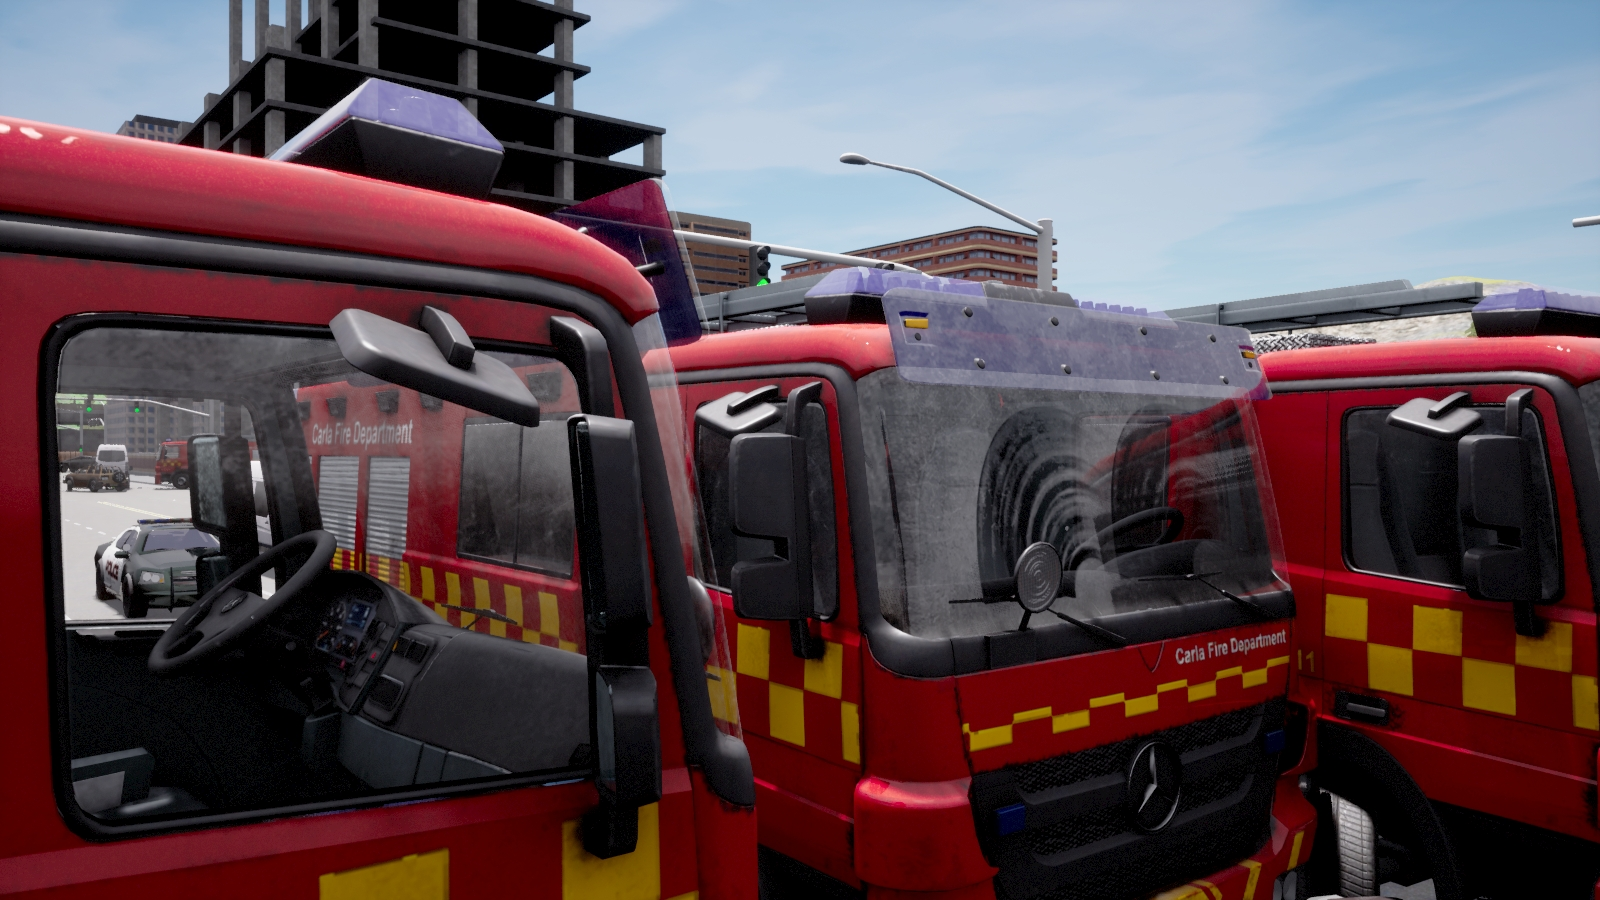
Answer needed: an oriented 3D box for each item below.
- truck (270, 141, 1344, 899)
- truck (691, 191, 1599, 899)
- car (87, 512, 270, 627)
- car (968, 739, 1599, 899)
[{"bbox_3d":[-1.099,0.890,8.003,2.891,3.827,8.468,0,0,-38],"label":"truck"},{"bbox_3d":[2.348,0.890,8.605,2.891,3.827,8.468,0,0,-31],"label":"truck"},{"bbox_3d":[-11.386,2.037,20.746,2.038,1.542,4.974,0,0,-39],"label":"car"},{"bbox_3d":[2.437,2.065,3.109,1.970,1.475,3.806,0,0,-30],"label":"car"}]
